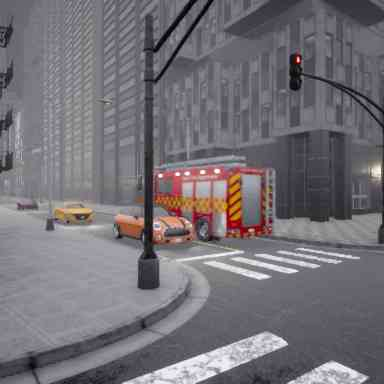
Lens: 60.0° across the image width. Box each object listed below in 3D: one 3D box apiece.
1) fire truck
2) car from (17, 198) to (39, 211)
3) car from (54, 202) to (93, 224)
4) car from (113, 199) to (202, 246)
[{"bbox_3d":[0.221,0.368,17.642,2.891,3.827,8.468,0,0,-35],"label":"fire truck"},{"bbox_3d":[-20.544,1.539,41.599,1.882,1.535,5.008,0,0,-35],"label":"car"},{"bbox_3d":[-9.129,1.512,25.427,1.882,1.535,5.008,0,0,-35],"label":"car"},{"bbox_3d":[-1.873,1.370,15.262,2.097,1.767,4.553,0,0,-36],"label":"car"}]
